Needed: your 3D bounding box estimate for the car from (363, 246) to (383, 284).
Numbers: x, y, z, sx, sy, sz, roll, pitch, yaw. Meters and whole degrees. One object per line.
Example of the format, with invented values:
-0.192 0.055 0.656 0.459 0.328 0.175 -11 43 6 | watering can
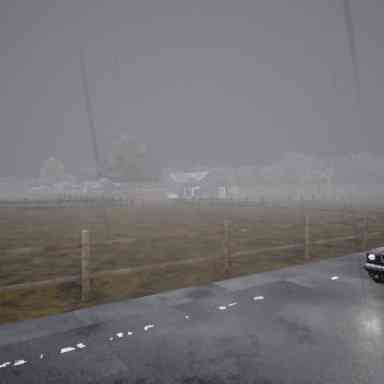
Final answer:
6.344 1.593 8.383 4.718 1.301 1.895 0 0 -35 | car
